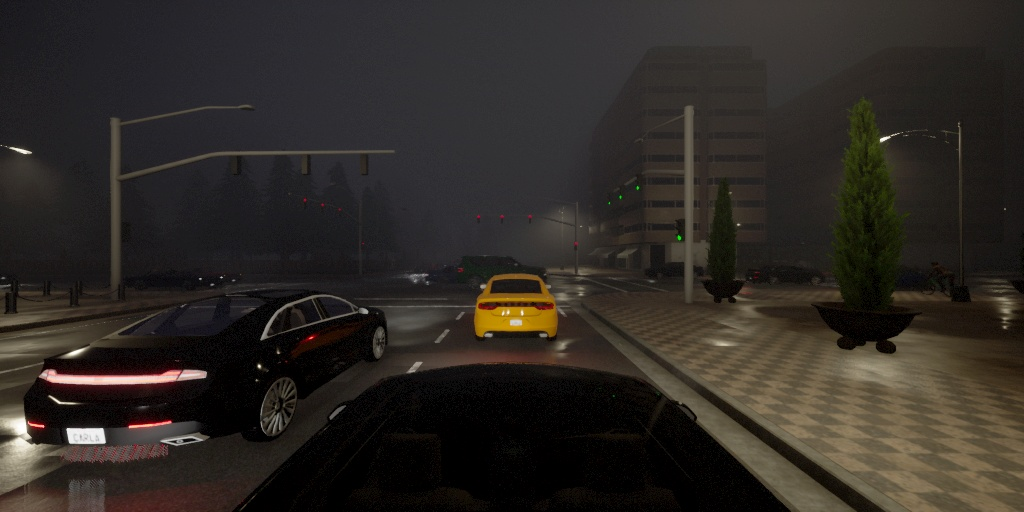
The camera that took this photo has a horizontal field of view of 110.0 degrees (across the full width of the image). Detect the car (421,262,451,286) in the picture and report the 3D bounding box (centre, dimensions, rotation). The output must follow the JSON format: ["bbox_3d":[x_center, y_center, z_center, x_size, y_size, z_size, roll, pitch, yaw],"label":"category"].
[{"bbox_3d":[-3.324,1.318,25.250,5.357,1.411,2.033,0,0,0],"label":"car"}]

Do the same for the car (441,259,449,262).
[{"bbox_3d":[-9.795,1.228,52.998,1.882,1.535,5.008,0,0,7],"label":"car"}]

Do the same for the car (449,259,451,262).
[{"bbox_3d":[-6.678,1.228,48.397,1.882,1.535,5.008,0,0,3],"label":"car"}]

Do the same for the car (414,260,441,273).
[{"bbox_3d":[-10.387,1.351,43.613,1.895,1.301,4.718,0,0,1],"label":"car"}]

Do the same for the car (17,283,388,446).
[{"bbox_3d":[-3.425,1.242,5.325,2.128,1.511,4.902,0,0,0],"label":"car"}]

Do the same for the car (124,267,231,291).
[{"bbox_3d":[-20.181,1.406,21.609,4.718,1.301,1.895,0,0,3],"label":"car"}]

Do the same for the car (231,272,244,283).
[{"bbox_3d":[-21.766,1.406,25.187,4.718,1.301,1.895,0,0,0],"label":"car"}]

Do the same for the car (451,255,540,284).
[{"bbox_3d":[-0.591,0.982,21.757,5.566,2.045,2.150,0,0,0],"label":"car"}]

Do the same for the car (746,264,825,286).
[{"bbox_3d":[19.255,1.310,25.315,4.892,1.490,1.837,0,0,0],"label":"car"}]

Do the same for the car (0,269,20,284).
[{"bbox_3d":[-37.606,1.369,25.141,4.181,1.385,1.994,0,0,0],"label":"car"}]

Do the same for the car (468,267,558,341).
[{"bbox_3d":[0.103,1.228,9.909,1.882,1.535,5.008,0,0,0],"label":"car"}]

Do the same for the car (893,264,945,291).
[{"bbox_3d":[23.149,1.283,21.827,5.008,1.535,1.882,0,0,0],"label":"car"}]

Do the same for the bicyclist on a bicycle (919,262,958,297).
[{"bbox_3d":[20.280,1.106,17.035,0.582,1.620,1.656,0,0,0],"label":"bicyclist on a bicycle"}]

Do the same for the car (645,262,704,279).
[{"bbox_3d":[14.633,1.283,32.501,5.008,1.535,1.882,0,0,0],"label":"car"}]
